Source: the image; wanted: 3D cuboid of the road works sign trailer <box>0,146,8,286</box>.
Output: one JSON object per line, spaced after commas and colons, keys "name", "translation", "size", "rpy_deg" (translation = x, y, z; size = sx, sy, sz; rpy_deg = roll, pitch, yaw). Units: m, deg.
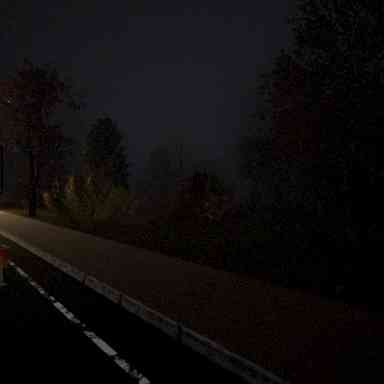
{"name": "road works sign trailer", "translation": [-6.188, 0.464, 8.471], "size": [2.380, 3.560, 2.880], "rpy_deg": [0, 0, -38]}
